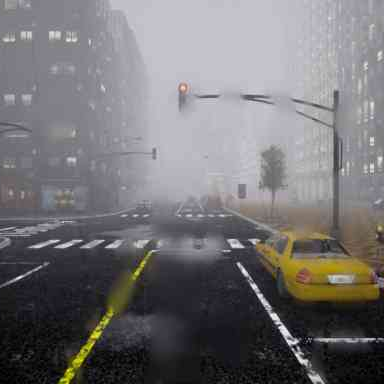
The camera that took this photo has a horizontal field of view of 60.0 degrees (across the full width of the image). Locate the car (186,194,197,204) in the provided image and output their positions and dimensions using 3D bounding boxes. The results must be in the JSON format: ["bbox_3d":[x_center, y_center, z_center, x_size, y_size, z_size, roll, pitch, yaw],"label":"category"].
[{"bbox_3d":[-0.088,1.556,66.282,1.837,1.490,4.892,0,-1,0],"label":"car"}]

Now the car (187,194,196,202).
[{"bbox_3d":[-0.233,1.433,79.658,2.097,1.767,4.553,0,0,0],"label":"car"}]

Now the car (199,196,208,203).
[{"bbox_3d":[2.471,1.612,73.662,1.887,1.381,4.507,0,0,0],"label":"car"}]

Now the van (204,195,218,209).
[{"bbox_3d":[2.551,1.364,46.029,1.690,1.788,3.998,0,0,0],"label":"van"}]

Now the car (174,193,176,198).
[{"bbox_3d":[-5.957,1.625,90.048,1.752,1.417,4.829,0,0,0],"label":"car"}]

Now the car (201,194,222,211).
[{"bbox_3d":[2.568,1.332,40.503,2.192,1.841,5.009,0,0,0],"label":"car"}]

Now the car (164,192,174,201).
[{"bbox_3d":[-5.926,1.517,79.164,1.967,1.590,4.097,0,0,0],"label":"car"}]

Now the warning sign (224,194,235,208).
[{"bbox_3d":[4.945,1.136,43.767,1.300,1.860,1.060,0,0,0],"label":"warning sign"}]

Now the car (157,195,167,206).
[{"bbox_3d":[-5.860,1.589,57.057,2.008,1.369,4.403,0,0,0],"label":"car"}]

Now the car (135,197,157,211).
[{"bbox_3d":[-5.811,1.568,40.478,2.008,1.369,4.403,0,0,0],"label":"car"}]

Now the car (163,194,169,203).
[{"bbox_3d":[-5.877,1.592,62.583,1.887,1.381,4.507,0,0,0],"label":"car"}]

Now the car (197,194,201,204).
[{"bbox_3d":[2.502,1.362,62.608,2.192,1.841,5.009,0,0,0],"label":"car"}]

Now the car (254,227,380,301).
[{"bbox_3d":[2.664,1.526,8.260,1.752,1.417,4.829,0,0,0],"label":"car"}]

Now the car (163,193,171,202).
[{"bbox_3d":[-5.894,1.497,68.111,1.967,1.590,4.097,0,0,0],"label":"car"}]

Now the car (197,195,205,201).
[{"bbox_3d":[2.422,1.625,90.412,1.752,1.417,4.829,0,0,0],"label":"car"}]
